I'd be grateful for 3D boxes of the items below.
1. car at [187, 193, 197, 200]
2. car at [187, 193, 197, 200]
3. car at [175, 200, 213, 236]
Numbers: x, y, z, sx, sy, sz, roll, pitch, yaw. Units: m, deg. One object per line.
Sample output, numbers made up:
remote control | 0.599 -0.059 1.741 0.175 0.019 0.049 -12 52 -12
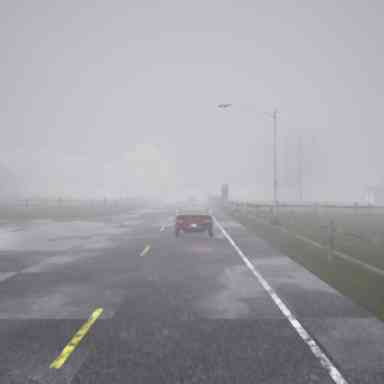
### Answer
car | 0.021 1.093 78.979 2.128 1.511 4.902 0 0 0
car | 0.018 1.278 68.558 2.128 1.511 4.902 0 0 0
car | 0.100 1.418 18.146 1.882 1.535 5.008 0 0 0
